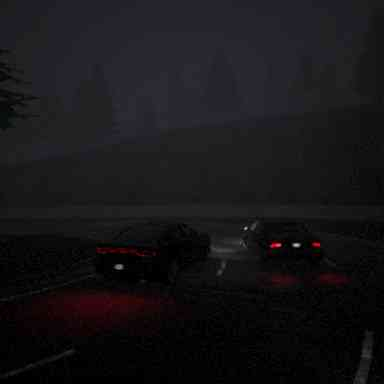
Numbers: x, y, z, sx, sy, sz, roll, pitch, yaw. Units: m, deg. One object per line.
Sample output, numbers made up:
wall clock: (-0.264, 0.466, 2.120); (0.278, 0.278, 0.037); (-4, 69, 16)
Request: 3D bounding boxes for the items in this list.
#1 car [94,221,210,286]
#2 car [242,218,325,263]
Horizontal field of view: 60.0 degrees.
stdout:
car: (-0.883, 1.618, 10.097); (1.882, 1.535, 5.008); (0, 0, 19)
car: (3.122, 1.669, 12.424); (2.033, 1.411, 5.357); (-1, -1, 0)
